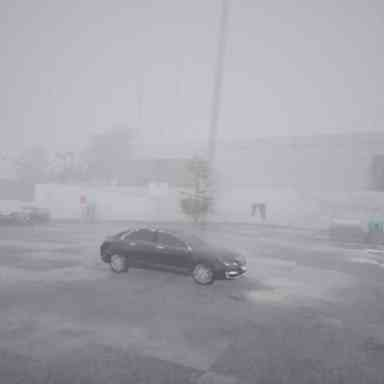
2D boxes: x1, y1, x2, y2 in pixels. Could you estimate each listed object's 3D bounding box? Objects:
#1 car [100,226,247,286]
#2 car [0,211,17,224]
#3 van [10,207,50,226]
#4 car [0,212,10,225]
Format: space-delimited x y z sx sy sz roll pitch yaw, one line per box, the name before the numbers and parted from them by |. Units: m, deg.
car | -0.659 1.916 10.726 4.892 1.490 1.837 2 -3 24
car | -22.800 2.998 38.773 2.002 1.452 4.674 1 -5 4
van | -17.334 2.642 36.312 1.878 1.987 4.442 1 -5 4
car | -20.074 2.958 37.585 2.002 1.452 4.674 1 -5 3
